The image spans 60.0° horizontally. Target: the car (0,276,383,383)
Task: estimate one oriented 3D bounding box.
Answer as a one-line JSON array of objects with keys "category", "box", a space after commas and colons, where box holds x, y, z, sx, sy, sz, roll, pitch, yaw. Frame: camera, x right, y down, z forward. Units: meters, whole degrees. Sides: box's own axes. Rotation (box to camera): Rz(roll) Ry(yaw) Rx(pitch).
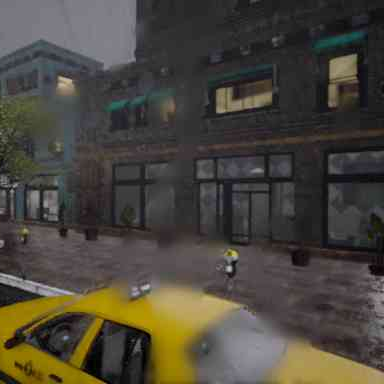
[{"category": "car", "box": [-0.678, 1.545, 3.346, 4.829, 1.417, 1.752, -1, 0, 36]}]
